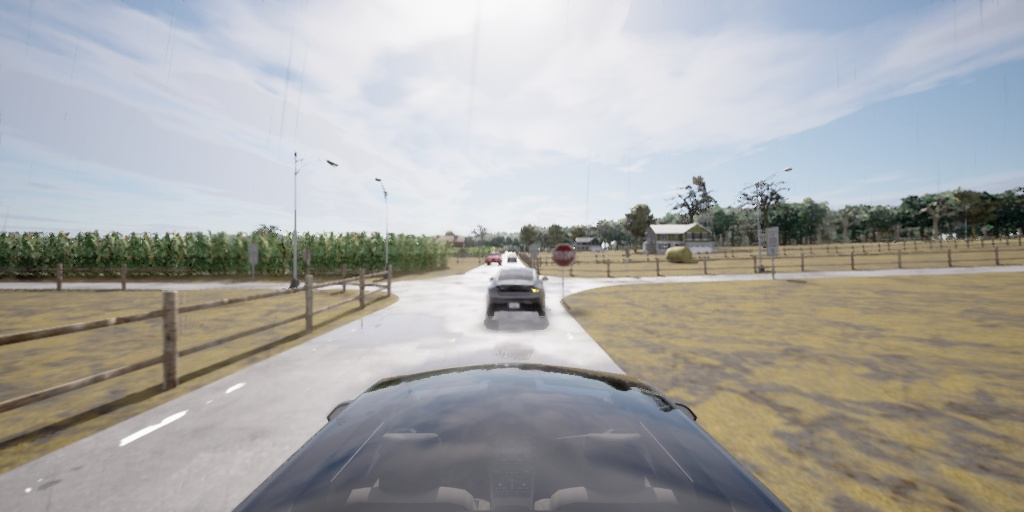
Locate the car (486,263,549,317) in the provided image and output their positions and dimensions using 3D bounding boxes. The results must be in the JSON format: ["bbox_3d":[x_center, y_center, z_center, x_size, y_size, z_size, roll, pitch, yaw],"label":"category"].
[{"bbox_3d":[0.226,1.155,12.641,1.837,1.490,4.892,0,1,4],"label":"car"}]

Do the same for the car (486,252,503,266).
[{"bbox_3d":[-2.797,0.440,56.590,2.150,2.045,5.566,0,1,0],"label":"car"}]
